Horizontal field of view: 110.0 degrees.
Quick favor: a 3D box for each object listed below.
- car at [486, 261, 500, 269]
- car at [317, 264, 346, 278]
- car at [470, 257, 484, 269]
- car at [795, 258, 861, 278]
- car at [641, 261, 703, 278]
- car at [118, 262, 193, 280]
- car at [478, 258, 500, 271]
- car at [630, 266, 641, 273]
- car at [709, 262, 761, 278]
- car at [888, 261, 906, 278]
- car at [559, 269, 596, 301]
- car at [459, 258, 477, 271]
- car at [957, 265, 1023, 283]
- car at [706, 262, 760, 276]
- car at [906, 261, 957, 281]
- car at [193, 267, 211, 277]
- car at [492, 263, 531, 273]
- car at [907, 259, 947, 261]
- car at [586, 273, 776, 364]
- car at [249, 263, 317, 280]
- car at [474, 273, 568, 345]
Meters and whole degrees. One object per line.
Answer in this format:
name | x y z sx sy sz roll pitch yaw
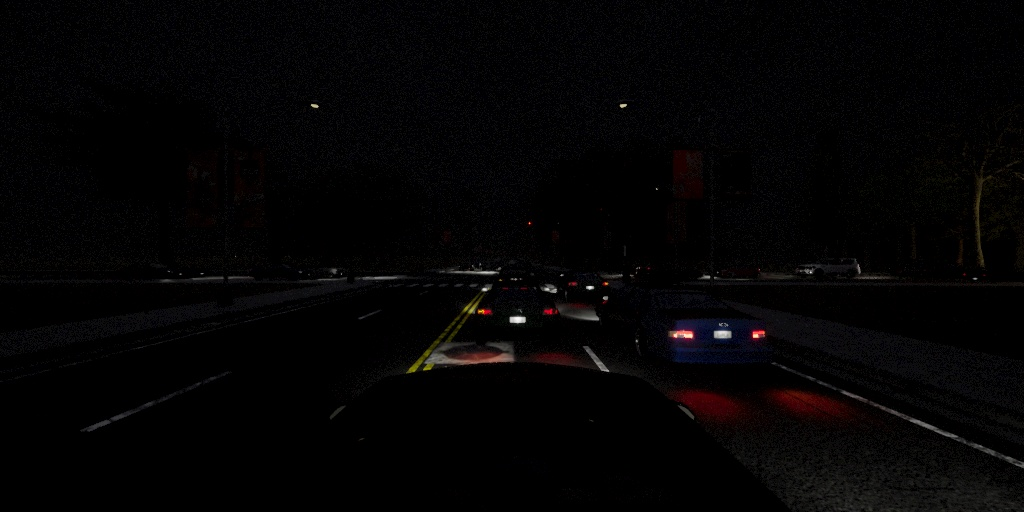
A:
car | -3.294 1.519 62.425 2.033 1.411 5.357 0 0 1
car | -18.078 1.364 33.321 4.718 1.301 1.895 0 0 -1
car | -6.553 1.190 61.973 2.150 2.045 5.566 0 0 0
car | 32.674 1.229 37.135 5.566 2.045 2.150 0 0 0
car | 15.200 1.401 33.554 4.902 1.511 2.128 0 0 0
car | -30.042 1.241 29.958 4.674 1.442 1.812 0 0 -1
car | -3.316 1.403 52.674 2.128 1.511 4.902 0 0 0
car | 14.598 1.264 36.984 4.553 1.767 2.097 0 0 -1
car | 23.232 1.520 37.078 4.181 1.385 1.994 0 0 -2
car | 42.657 1.566 37.185 4.902 1.511 2.128 0 0 0
car | 3.356 1.339 17.475 1.994 1.385 4.181 0 0 0
car | -6.567 1.414 52.122 1.837 1.490 4.892 0 0 0
car | 41.593 1.657 30.507 4.718 1.301 1.895 0 0 0
car | 24.802 1.474 40.325 4.892 1.490 1.837 0 0 -1
car | 40.994 1.548 33.751 4.902 1.511 2.128 0 0 0
car | -30.922 1.319 33.199 4.718 1.301 1.895 0 0 -1
car | 0.098 1.283 18.486 1.837 1.490 4.892 0 0 0
car | 45.924 1.326 40.434 5.566 2.045 2.150 0 0 0
car | 3.353 1.302 8.231 2.033 1.411 5.357 0 0 0
car | -19.390 1.279 30.067 4.674 1.442 1.812 0 0 -2
car | 0.106 1.320 9.580 1.994 1.385 4.181 0 0 0
